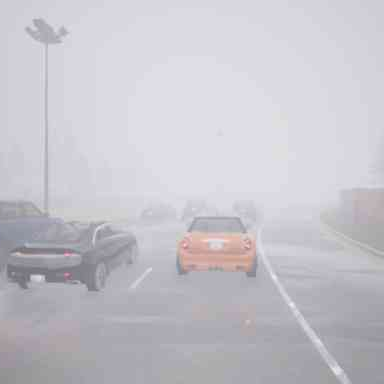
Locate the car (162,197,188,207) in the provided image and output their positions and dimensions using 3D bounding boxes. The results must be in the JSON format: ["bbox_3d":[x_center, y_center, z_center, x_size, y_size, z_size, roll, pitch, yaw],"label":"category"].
[{"bbox_3d":[-2.730,1.613,53.980,1.837,1.490,4.892,0,0,31],"label":"car"}]

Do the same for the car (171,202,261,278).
[{"bbox_3d":[0.839,1.375,10.462,2.097,1.767,4.553,0,0,6],"label":"car"}]

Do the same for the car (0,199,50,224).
[{"bbox_3d":[-6.202,1.235,10.795,2.150,2.045,5.566,0,0,6],"label":"car"}]

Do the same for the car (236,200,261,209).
[{"bbox_3d":[4.388,1.414,26.883,2.097,1.767,4.553,0,0,17],"label":"car"}]

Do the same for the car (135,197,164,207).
[{"bbox_3d":[-6.865,1.594,53.776,2.128,1.511,4.902,0,0,29],"label":"car"}]

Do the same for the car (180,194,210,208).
[{"bbox_3d":[0.553,1.332,52.707,2.150,2.045,5.566,0,0,31],"label":"car"}]

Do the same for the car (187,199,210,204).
[{"bbox_3d":[0.745,1.409,26.892,2.097,1.767,4.553,0,0,16],"label":"car"}]

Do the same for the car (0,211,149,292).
[{"bbox_3d":[-2.838,1.506,9.017,2.128,1.511,4.902,0,0,5],"label":"car"}]

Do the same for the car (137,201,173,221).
[{"bbox_3d":[-2.648,1.618,27.721,1.994,1.385,4.181,0,0,16],"label":"car"}]
